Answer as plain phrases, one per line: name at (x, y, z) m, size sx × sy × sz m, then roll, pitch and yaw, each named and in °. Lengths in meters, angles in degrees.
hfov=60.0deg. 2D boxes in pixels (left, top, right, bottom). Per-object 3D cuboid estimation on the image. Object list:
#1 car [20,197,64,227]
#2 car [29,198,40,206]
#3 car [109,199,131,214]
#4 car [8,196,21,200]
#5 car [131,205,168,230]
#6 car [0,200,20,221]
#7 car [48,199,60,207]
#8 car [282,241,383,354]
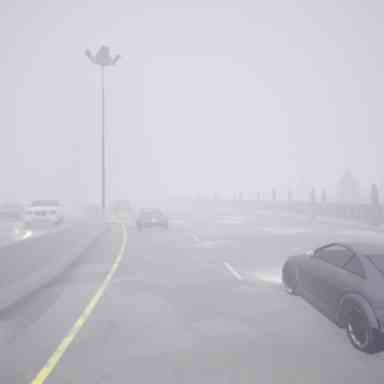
car at (-10.893, 1.429, 24.882) m, size 2.150 × 2.045 × 5.566 m, roll 0°, pitch -1°, yaw -16°
car at (-32.248, 2.014, 68.162) m, size 1.837 × 1.490 × 4.892 m, roll 0°, pitch 0°, yaw -23°
car at (-8.426, 1.634, 39.248) m, size 2.097 × 1.767 × 4.553 m, roll 0°, pitch 0°, yaw -22°
car at (-35.454, 1.745, 66.756) m, size 2.150 × 2.045 × 5.566 m, roll 0°, pitch 0°, yaw -23°
car at (-2.810, 1.716, 22.275) m, size 1.994 × 1.385 × 4.181 m, roll 0°, pitch 0°, yaw -13°
car at (-16.165, 1.736, 29.824) m, size 1.882 × 1.535 × 5.008 m, roll 0°, pitch 0°, yaw -20°
car at (-25.741, 2.057, 61.860) m, size 1.994 × 1.385 × 4.181 m, roll 0°, pitch 0°, yaw -23°
car at (3.195, 1.589, 6.195) m, size 1.994 × 1.385 × 4.181 m, roll 0°, pitch 0°, yaw -3°
